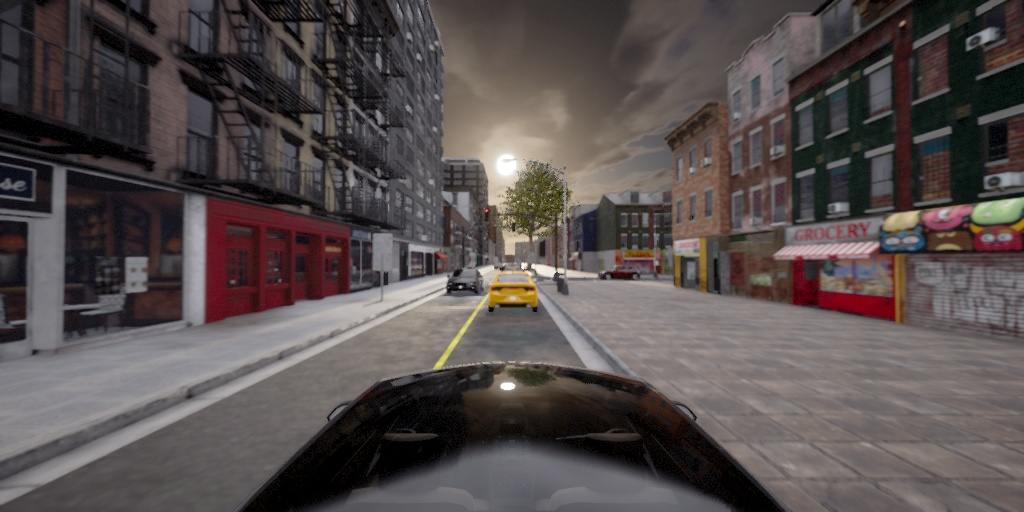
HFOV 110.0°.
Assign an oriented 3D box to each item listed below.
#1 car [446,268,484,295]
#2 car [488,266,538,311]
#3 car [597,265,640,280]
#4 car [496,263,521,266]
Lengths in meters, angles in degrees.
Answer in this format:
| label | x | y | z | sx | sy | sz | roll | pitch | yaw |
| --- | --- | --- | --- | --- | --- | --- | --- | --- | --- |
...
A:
| label | x | y | z | sx | sy | sz | roll | pitch | yaw |
| --- | --- | --- | --- | --- | --- | --- | --- | --- | --- |
| car | -2.791 | 1.491 | 22.001 | 1.837 | 1.490 | 4.892 | 0 | -1 | 1 |
| car | 0.059 | 1.385 | 15.345 | 1.882 | 1.535 | 5.008 | 0 | 0 | 1 |
| car | 10.930 | 1.673 | 36.988 | 4.097 | 1.591 | 1.967 | 0 | 0 | 0 |
| car | 0.049 | 1.414 | 28.608 | 2.097 | 1.767 | 4.553 | 0 | -1 | 1 |
